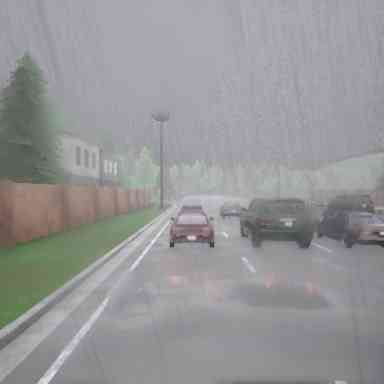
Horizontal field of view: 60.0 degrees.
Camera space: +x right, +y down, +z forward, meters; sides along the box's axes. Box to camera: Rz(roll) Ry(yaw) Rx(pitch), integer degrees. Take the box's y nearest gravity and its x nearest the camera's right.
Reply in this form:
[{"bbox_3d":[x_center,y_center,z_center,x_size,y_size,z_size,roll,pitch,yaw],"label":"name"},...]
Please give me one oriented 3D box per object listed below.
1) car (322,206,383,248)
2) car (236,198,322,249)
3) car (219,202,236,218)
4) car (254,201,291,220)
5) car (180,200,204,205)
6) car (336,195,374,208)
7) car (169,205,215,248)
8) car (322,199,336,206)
[{"bbox_3d":[7.000,1.560,14.660,2.033,1.411,5.357,0,0,0],"label":"car"},{"bbox_3d":[3.500,1.255,14.690,2.150,2.045,5.566,0,0,0],"label":"car"},{"bbox_3d":[3.500,1.570,29.660,1.994,1.385,4.181,0,0,0],"label":"car"},{"bbox_3d":[7.000,1.561,29.660,2.033,1.411,5.357,0,0,0],"label":"car"},{"bbox_3d":[0.000,1.482,29.660,1.882,1.535,5.008,0,0,0],"label":"car"},{"bbox_3d":[14.000,1.255,29.690,2.150,2.045,5.566,0,0,0],"label":"car"},{"bbox_3d":[0.000,1.530,14.660,1.812,1.442,4.674,0,0,0],"label":"car"},{"bbox_3d":[10.500,1.493,29.660,2.128,1.511,4.902,0,0,0],"label":"car"}]
